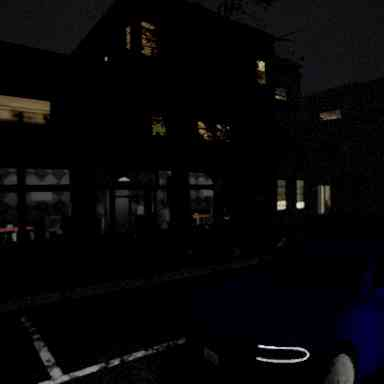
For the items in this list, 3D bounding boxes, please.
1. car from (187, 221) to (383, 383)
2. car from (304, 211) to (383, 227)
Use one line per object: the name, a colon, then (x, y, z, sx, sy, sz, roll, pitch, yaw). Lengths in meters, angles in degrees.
car: (2.237, 1.451, 4.960, 5.008, 1.535, 1.882, 0, 0, -35)
car: (4.259, 1.388, 9.596, 4.097, 1.590, 1.967, 0, 0, -35)
